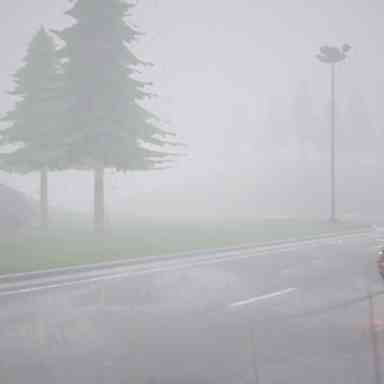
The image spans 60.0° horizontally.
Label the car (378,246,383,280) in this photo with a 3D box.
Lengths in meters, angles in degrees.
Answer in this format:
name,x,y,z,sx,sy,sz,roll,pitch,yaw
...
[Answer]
name,x,y,z,sx,sy,sz,roll,pitch,yaw
car,6.471,1.525,8.397,4.674,1.442,1.812,0,0,-36
